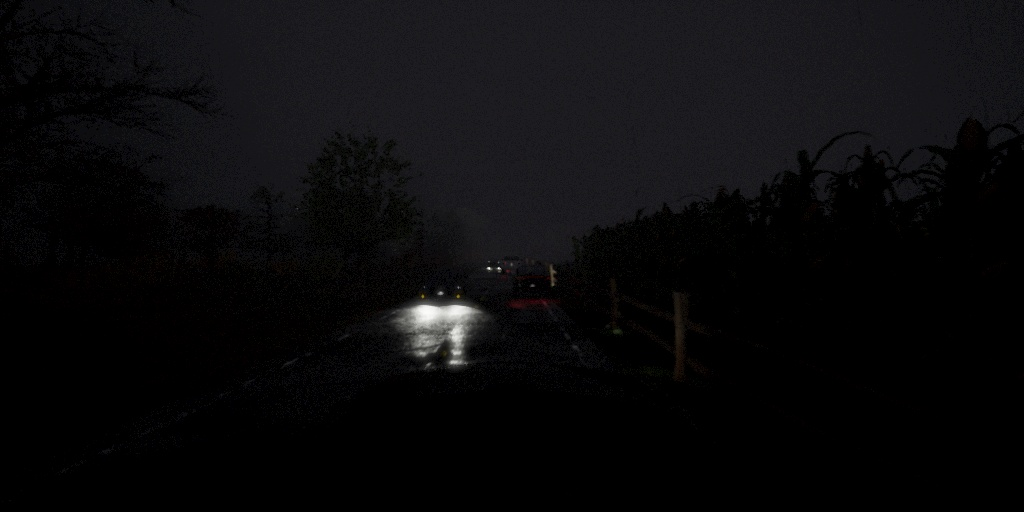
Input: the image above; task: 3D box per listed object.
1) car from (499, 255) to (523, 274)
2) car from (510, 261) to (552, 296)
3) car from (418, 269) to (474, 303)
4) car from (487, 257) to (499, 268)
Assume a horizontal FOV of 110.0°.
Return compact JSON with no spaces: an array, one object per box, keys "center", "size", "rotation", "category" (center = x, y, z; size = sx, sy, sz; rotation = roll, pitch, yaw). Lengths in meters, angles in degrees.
[{"center":[0.008,0.899,39.314],"size":[2.150,2.045,5.566],"rotation":[0,0,1],"category":"car"},{"center":[0.958,1.202,18.958],"size":[1.882,1.535,5.008],"rotation":[0,0,0],"category":"car"},{"center":[-2.853,1.293,16.277],"size":[1.994,1.385,4.181],"rotation":[0,0,0],"category":"car"},{"center":[-2.818,0.976,57.862],"size":[2.097,1.767,4.553],"rotation":[0,0,0],"category":"car"}]
